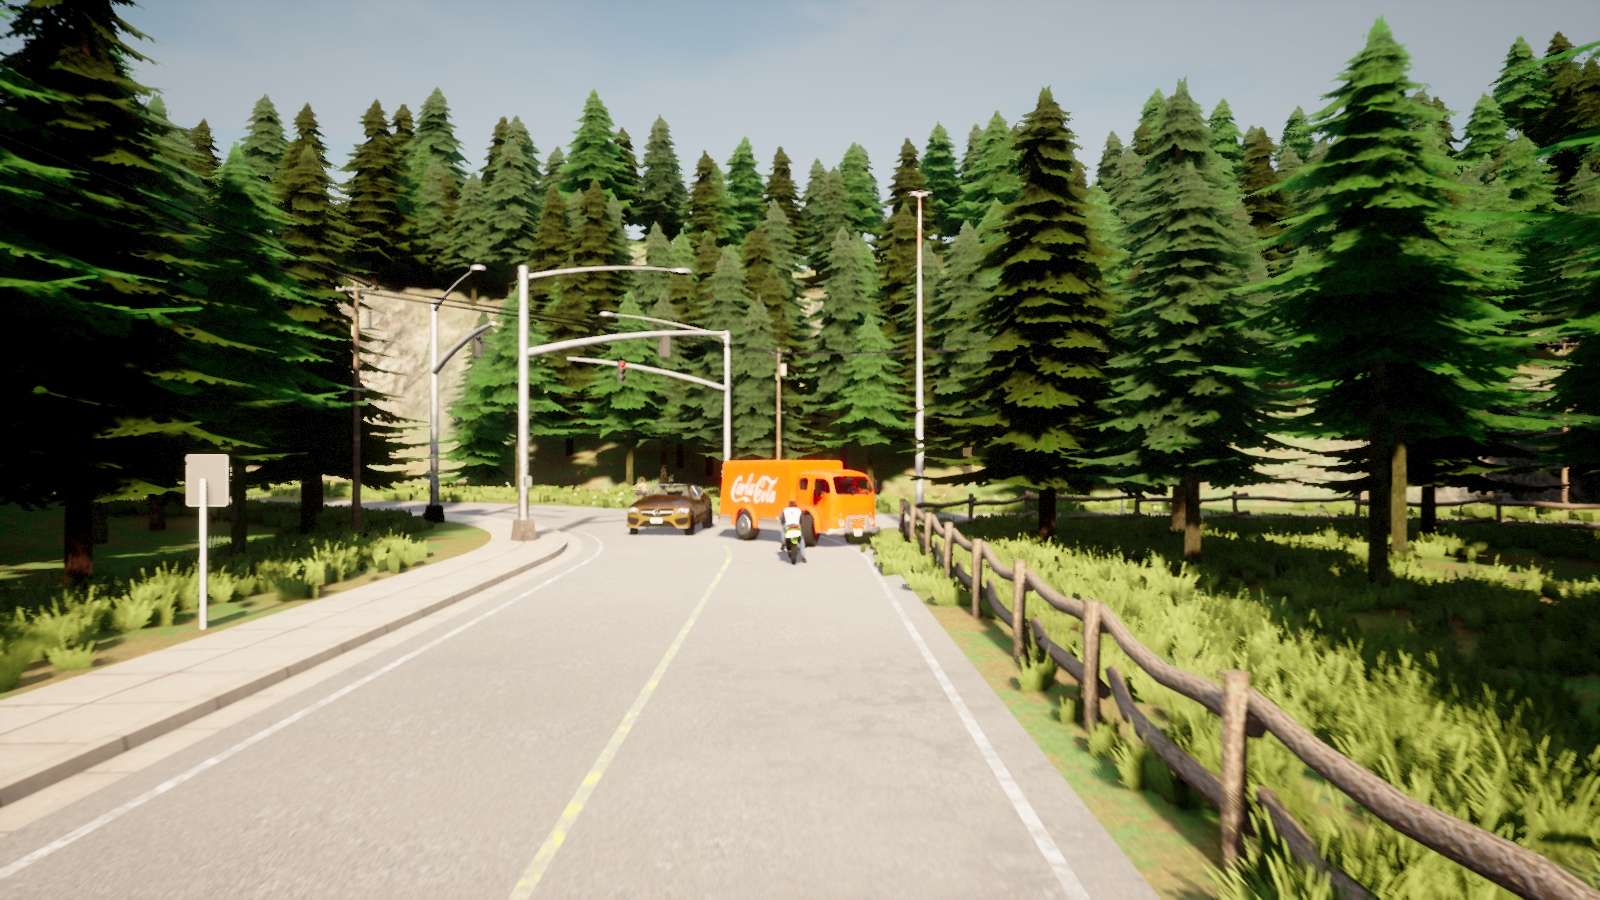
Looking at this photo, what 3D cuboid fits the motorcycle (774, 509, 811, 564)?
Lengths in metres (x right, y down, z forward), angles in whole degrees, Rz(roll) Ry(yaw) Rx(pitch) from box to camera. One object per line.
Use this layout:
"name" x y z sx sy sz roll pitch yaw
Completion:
"motorcycle" -0.197 2.117 28.164 0.803 1.199 2.033 0 0 -3

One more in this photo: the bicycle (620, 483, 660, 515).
"bicycle" -6.740 2.058 48.035 1.487 1.276 0.859 0 -2 41

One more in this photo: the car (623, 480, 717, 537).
"car" -4.305 1.912 38.620 2.152 1.651 5.027 0 0 6

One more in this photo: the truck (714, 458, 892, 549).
"truck" -0.007 1.490 34.409 2.627 2.467 5.204 0 0 -39
